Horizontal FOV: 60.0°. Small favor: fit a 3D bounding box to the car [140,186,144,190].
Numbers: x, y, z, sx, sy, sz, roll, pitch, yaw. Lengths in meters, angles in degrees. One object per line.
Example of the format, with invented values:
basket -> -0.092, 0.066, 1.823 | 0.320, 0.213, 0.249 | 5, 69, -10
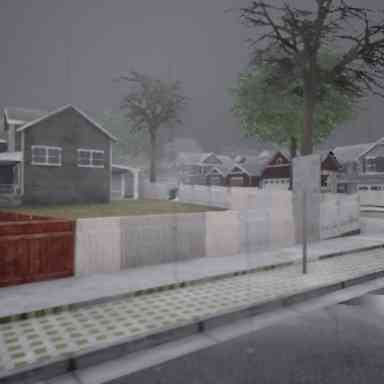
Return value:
car -> -9.005, -0.680, 52.962 | 2.128, 1.511, 4.902 | 0, 2, -33
